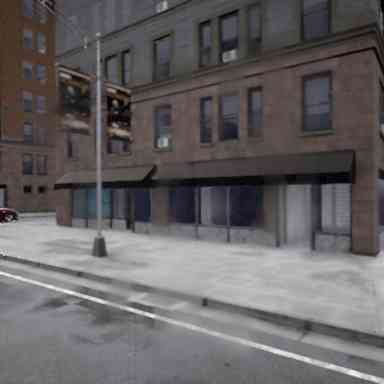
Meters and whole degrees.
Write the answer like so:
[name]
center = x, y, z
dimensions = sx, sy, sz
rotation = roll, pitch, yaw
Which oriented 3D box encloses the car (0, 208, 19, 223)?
[car]
center = -14.854, 1.470, 23.733
dimensions = 2.097, 1.767, 4.553
rotation = 0, 0, 29
